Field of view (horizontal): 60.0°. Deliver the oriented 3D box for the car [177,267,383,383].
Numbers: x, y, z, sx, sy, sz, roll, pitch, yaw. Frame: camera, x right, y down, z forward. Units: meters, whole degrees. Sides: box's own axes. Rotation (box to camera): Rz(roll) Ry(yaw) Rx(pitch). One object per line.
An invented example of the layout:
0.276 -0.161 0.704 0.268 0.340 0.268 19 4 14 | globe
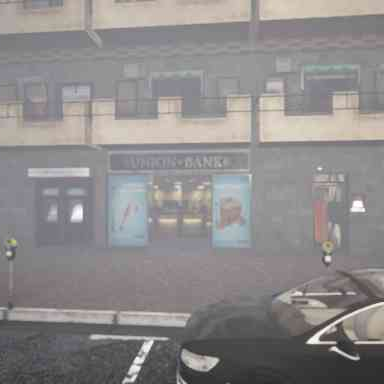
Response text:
2.029 1.551 3.586 4.403 1.369 2.008 0 0 6 | car
